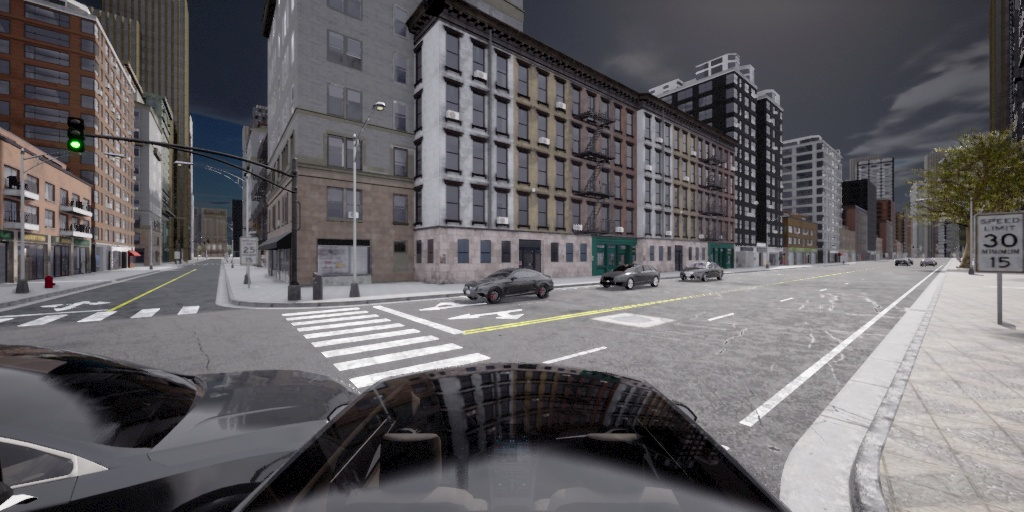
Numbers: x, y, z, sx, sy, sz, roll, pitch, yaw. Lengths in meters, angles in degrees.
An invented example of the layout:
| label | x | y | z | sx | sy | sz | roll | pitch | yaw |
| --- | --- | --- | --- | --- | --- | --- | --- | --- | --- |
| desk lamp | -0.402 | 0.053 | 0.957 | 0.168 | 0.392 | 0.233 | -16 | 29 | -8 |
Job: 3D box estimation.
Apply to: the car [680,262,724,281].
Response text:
| label | x | y | z | sx | sy | sz | roll | pitch | yaw |
| --- | --- | --- | --- | --- | --- | --- | --- | --- | --- |
| car | 15.633 | 1.234 | 29.451 | 4.902 | 1.511 | 2.128 | 0 | 0 | -39 |

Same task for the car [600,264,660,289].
| label | x | y | z | sx | sy | sz | roll | pitch | yaw |
| --- | --- | --- | --- | --- | --- | --- | --- | --- | --- |
| car | 7.629 | 1.257 | 22.972 | 4.892 | 1.490 | 1.837 | 0 | 0 | -39 |

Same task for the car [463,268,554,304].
| label | x | y | z | sx | sy | sz | roll | pitch | yaw |
| --- | --- | --- | --- | --- | --- | --- | --- | --- | --- |
| car | -0.056 | 1.286 | 16.740 | 4.674 | 1.442 | 1.812 | 0 | 0 | -39 |

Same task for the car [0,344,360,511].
| label | x | y | z | sx | sy | sz | roll | pitch | yaw |
| --- | --- | --- | --- | --- | --- | --- | --- | --- | --- |
| car | -3.224 | 1.257 | 1.765 | 4.892 | 1.490 | 1.837 | 0 | 0 | -35 |
